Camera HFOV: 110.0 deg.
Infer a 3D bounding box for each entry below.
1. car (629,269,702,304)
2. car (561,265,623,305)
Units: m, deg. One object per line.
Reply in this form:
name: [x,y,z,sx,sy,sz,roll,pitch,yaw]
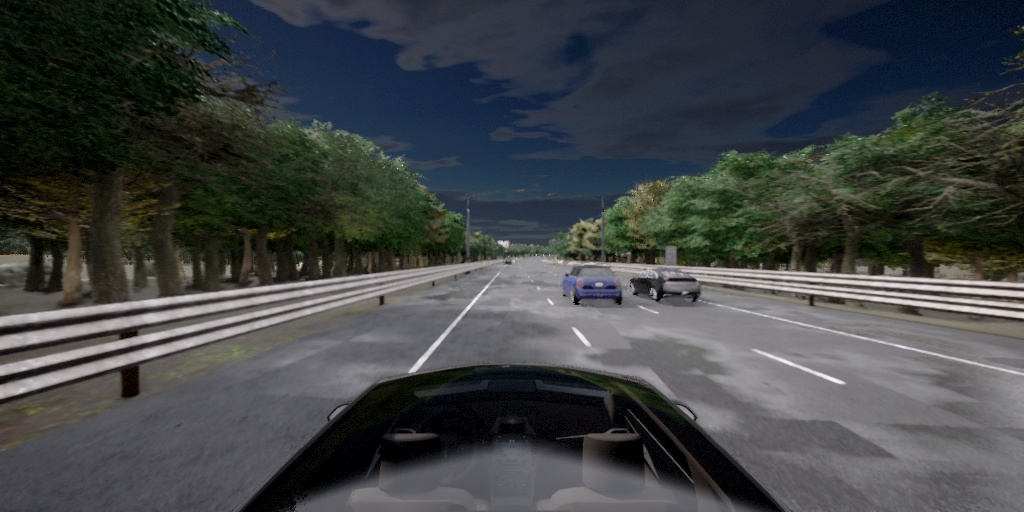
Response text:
car: [7.102,1.339,17.159,2.128,1.511,4.902,0,0,0]
car: [3.601,1.198,16.928,2.097,1.767,4.553,0,0,0]
